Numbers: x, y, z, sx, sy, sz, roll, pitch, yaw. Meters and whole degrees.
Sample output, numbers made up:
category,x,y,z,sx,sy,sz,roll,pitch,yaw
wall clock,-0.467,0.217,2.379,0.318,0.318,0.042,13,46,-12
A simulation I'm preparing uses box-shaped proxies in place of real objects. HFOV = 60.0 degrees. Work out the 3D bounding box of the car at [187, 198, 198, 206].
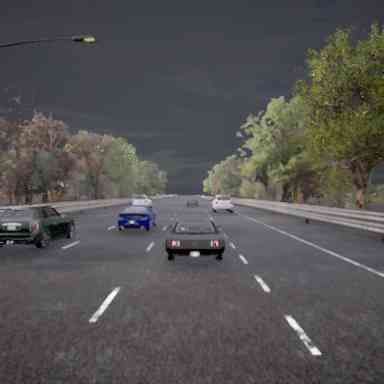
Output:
category,x,y,z,sx,sy,sz,roll,pitch,yaw
car,0.091,1.734,59.689,2.128,1.511,4.902,0,0,0

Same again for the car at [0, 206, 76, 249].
category,x,y,z,sx,sy,sz,roll,pitch,yaw
car,-6.902,1.409,14.915,2.097,1.767,4.553,0,0,0

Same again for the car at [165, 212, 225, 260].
category,x,y,z,sx,sy,sz,roll,pitch,yaw
car,0.098,1.650,12.594,1.895,1.301,4.718,0,0,0

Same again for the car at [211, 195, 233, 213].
category,x,y,z,sx,sy,sz,roll,pitch,yaw
car,3.590,1.382,40.234,2.150,2.045,5.566,0,0,0

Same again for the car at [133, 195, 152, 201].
category,x,y,z,sx,sy,sz,roll,pitch,yaw
car,-6.903,1.406,46.302,2.150,2.045,5.566,0,0,0

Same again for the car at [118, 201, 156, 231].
category,x,y,z,sx,sy,sz,roll,pitch,yaw
car,-3.404,1.560,21.288,1.882,1.535,5.008,0,0,0
